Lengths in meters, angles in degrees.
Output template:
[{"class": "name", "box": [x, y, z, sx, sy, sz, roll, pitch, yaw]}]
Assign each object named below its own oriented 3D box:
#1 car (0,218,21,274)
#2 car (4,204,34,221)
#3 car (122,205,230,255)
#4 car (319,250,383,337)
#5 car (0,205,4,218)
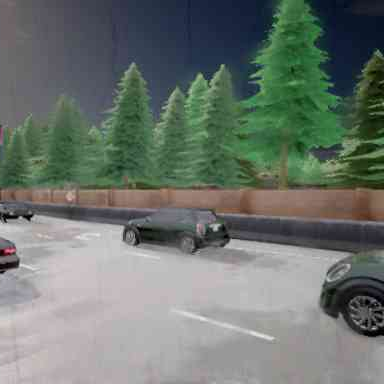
[{"class": "car", "box": [-6.814, 1.532, 9.443, 5.357, 1.411, 2.033, 0, 0, 40]}, {"class": "car", "box": [-13.992, 1.577, 25.735, 1.895, 1.301, 4.718, 0, 0, -44]}, {"class": "car", "box": [-0.784, 1.370, 13.607, 4.553, 1.767, 2.097, 0, 0, 39]}, {"class": "car", "box": [4.458, 1.382, 5.200, 4.553, 1.767, 2.097, 0, 0, 35]}, {"class": "car", "box": [-13.917, 1.191, 20.693, 5.566, 2.045, 2.150, 0, 0, 45]}]
